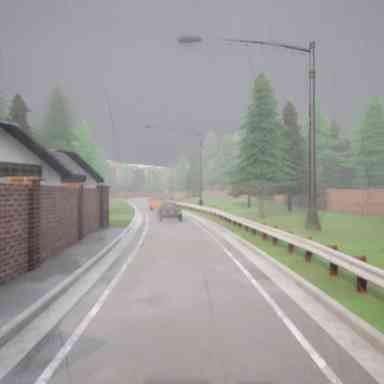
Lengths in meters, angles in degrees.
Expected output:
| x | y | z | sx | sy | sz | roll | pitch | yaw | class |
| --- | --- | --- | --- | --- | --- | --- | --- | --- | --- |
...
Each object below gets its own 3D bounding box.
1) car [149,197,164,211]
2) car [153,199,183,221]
| x | y | z | sx | sy | sz | roll | pitch | yaw | class |
| --- | --- | --- | --- | --- | --- | --- | --- | --- | --- |
| -4.383 | 1.418 | 42.537 | 2.097 | 1.767 | 4.553 | 0 | 0 | -11 | car |
| -1.871 | 1.589 | 27.445 | 2.033 | 1.411 | 5.357 | 0 | 0 | -8 | car |
